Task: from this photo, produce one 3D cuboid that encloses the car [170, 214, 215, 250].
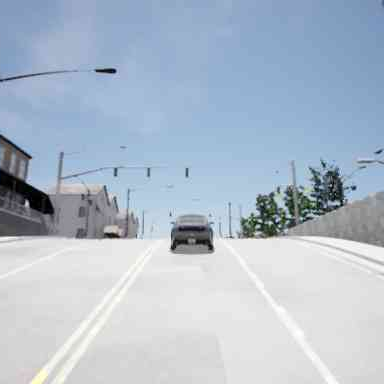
[{"bbox_3d":[0.016,1.822,15.798,1.837,1.490,4.892,0,-2,0],"label":"car"}]
